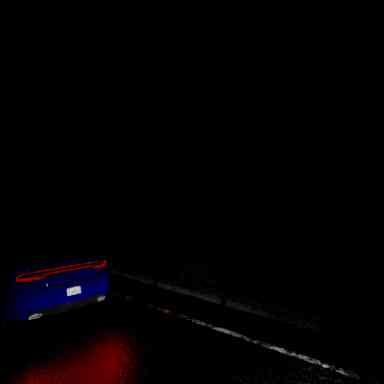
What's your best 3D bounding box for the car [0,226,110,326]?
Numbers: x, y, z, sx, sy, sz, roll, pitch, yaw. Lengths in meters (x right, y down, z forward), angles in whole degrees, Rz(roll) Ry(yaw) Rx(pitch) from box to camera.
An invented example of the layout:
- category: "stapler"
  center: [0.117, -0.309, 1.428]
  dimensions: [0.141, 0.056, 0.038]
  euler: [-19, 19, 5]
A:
- category: "car"
  center: [-3.767, 1.476, 7.150]
  dimensions: [5.008, 1.535, 1.882]
  euler: [0, 0, 43]
